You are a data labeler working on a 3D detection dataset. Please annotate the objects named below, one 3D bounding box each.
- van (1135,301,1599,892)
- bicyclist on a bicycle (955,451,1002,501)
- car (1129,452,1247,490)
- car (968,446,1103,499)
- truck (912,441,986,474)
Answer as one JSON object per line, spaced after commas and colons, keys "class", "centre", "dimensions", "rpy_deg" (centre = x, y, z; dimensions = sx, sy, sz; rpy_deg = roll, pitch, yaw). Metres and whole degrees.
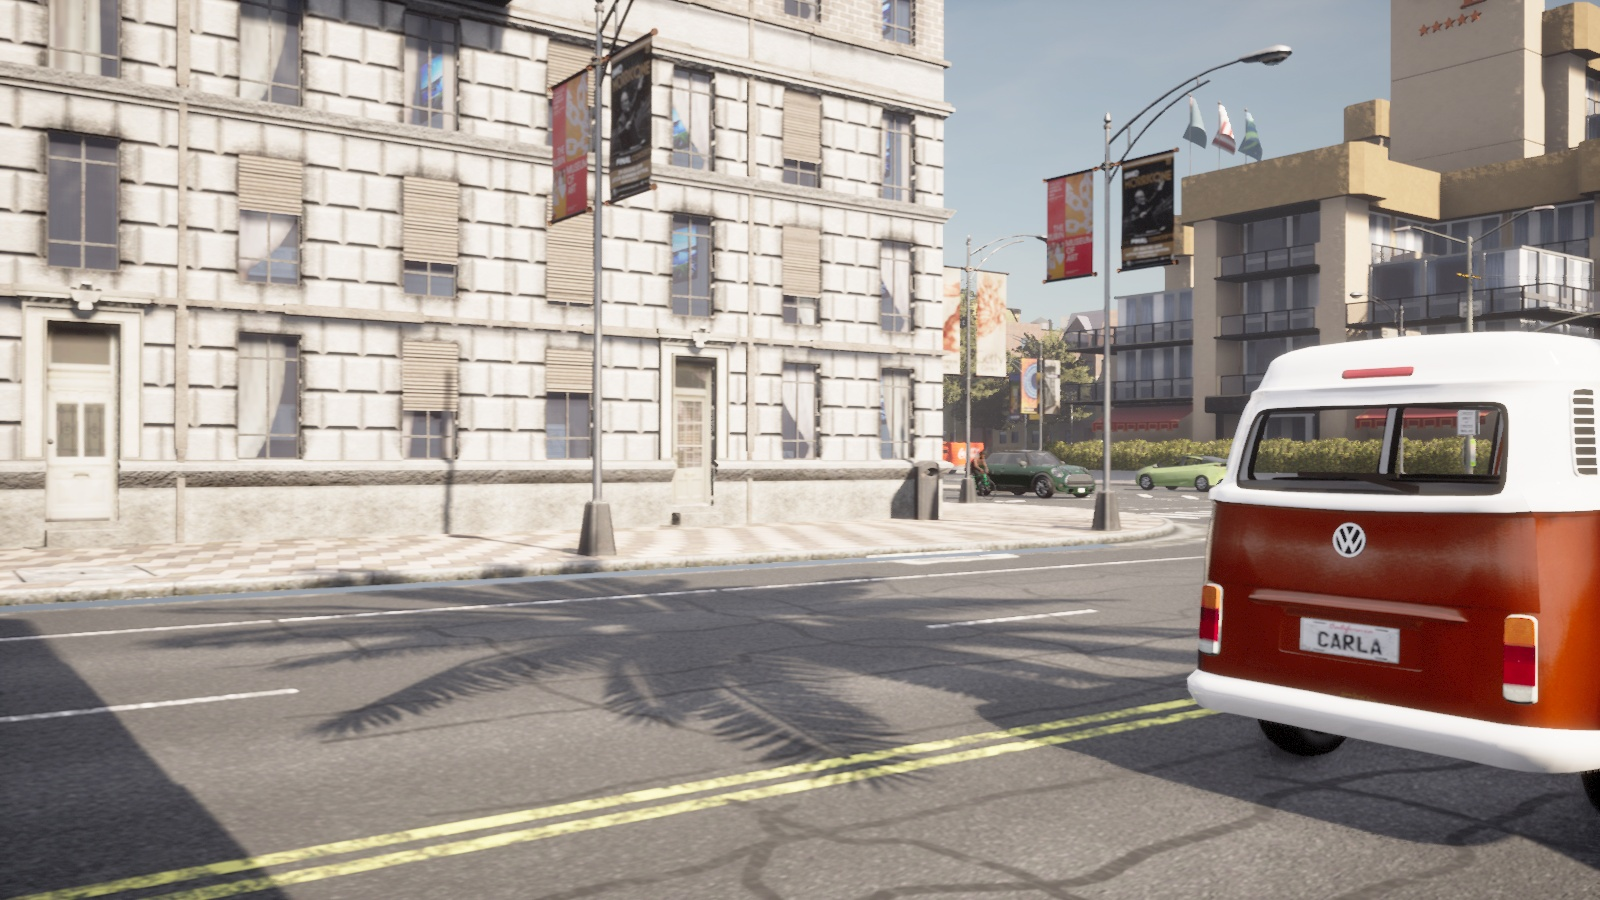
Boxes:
{"class": "van", "centre": [4.024, 0.492, 6.408], "dimensions": [4.480, 2.038, 2.069], "rpy_deg": [-1, 0, -35]}
{"class": "bicyclist on a bicycle", "centre": [5.938, 0.840, 41.887], "dimensions": [0.582, 1.620, 1.656], "rpy_deg": [0, 0, -35]}
{"class": "car", "centre": [16.354, 0.867, 53.120], "dimensions": [2.007, 1.525, 4.514], "rpy_deg": [0, 0, -35]}
{"class": "car", "centre": [8.299, 0.754, 44.607], "dimensions": [2.097, 1.767, 4.553], "rpy_deg": [0, 0, -35]}
{"class": "truck", "centre": [11.413, 0.587, 95.987], "dimensions": [5.204, 2.467, 2.627], "rpy_deg": [0, 0, -36]}
